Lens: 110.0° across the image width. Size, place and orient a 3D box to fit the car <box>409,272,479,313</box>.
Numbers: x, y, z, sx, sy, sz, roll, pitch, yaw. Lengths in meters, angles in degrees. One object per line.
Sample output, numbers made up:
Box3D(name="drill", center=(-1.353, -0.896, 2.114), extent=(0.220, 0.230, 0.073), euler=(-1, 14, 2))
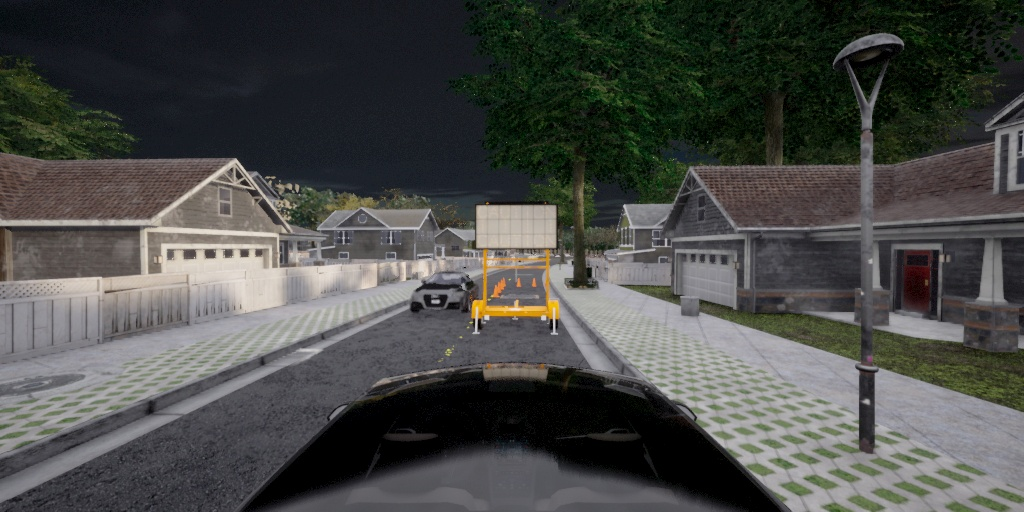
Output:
Box3D(name="car", center=(-2.444, 1.311, 13.774), extent=(1.994, 1.385, 4.181), euler=(0, 0, 2))

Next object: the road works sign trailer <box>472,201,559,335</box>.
Box3D(name="road works sign trailer", center=(0.129, 0.213, 10.545), extent=(2.380, 3.560, 2.880), euler=(0, 0, 2))
